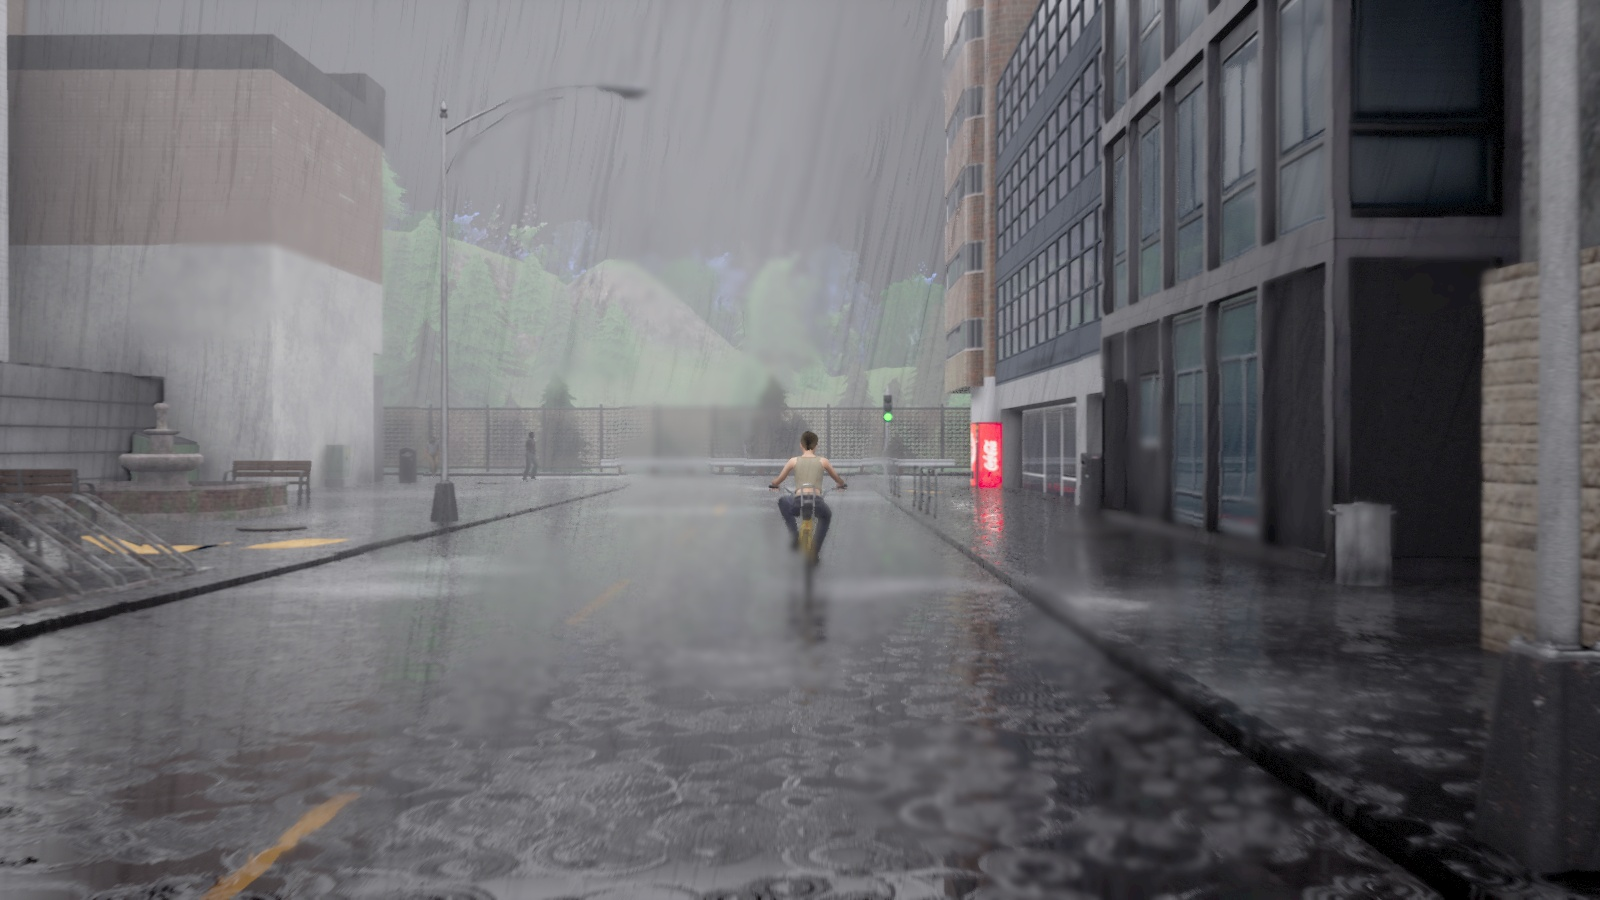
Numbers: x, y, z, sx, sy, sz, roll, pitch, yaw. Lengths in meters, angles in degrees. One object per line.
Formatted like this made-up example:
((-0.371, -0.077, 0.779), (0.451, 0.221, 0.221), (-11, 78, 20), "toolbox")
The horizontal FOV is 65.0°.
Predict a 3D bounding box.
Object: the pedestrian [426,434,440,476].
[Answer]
((-16.164, 0.222, 55.316), (0.540, 1.848, 0.694), (0, 0, -18), "pedestrian")

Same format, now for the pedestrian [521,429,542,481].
((-10.020, 0.177, 46.891), (0.666, 1.930, 0.402), (0, 0, 32), "pedestrian")

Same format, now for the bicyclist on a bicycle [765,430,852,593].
((0.091, 0.608, 13.239), (0.866, 1.612, 1.509), (0, 0, 0), "bicyclist on a bicycle")
